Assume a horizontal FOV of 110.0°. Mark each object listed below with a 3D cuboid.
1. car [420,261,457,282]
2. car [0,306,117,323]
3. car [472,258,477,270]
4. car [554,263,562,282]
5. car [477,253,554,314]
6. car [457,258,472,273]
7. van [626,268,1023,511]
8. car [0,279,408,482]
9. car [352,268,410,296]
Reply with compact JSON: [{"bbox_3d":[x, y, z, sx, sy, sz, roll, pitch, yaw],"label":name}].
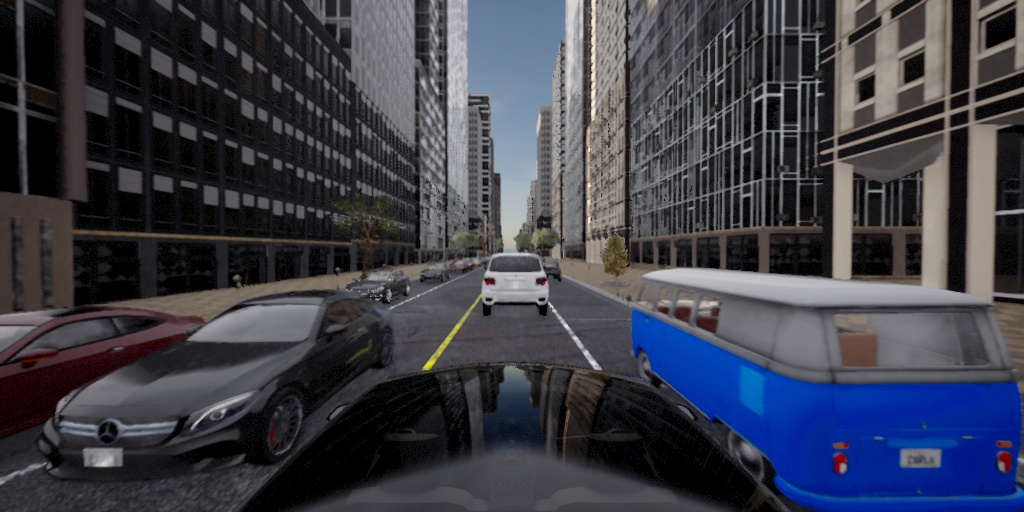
[{"bbox_3d":[-5.682,1.161,26.944,2.007,1.370,4.403,0,0,0],"label":"car"},{"bbox_3d":[-5.691,1.317,4.210,1.802,1.307,4.207,0,0,0],"label":"car"},{"bbox_3d":[-5.675,0.955,43.995,1.967,1.591,4.097,0,0,0],"label":"car"},{"bbox_3d":[2.699,1.162,26.941,2.007,1.370,4.403,0,0,0],"label":"car"},{"bbox_3d":[0.104,0.907,13.449,2.150,2.045,5.566,0,0,0],"label":"car"},{"bbox_3d":[-5.678,1.129,38.311,1.802,1.307,4.207,0,0,0],"label":"car"},{"bbox_3d":[2.690,1.078,4.207,1.690,1.789,3.998,0,0,0],"label":"van"},{"bbox_3d":[-3.097,1.257,5.046,1.812,1.442,4.674,0,0,0],"label":"car"},{"bbox_3d":[-5.687,1.223,15.577,2.007,1.370,4.403,0,0,0],"label":"car"}]
